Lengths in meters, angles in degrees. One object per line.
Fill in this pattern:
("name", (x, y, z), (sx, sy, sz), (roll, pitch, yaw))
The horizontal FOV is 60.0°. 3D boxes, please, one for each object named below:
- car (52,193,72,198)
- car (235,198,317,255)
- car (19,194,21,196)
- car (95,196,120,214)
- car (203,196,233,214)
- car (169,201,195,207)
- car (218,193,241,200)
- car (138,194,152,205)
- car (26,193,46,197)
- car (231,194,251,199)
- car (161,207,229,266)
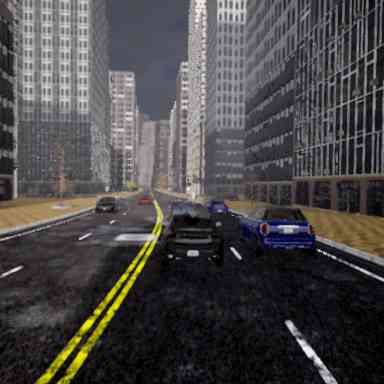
("car", (-29.969, 0.654, 76.616), (4.313, 1.339, 1.947), (1, 1, -6))
("car", (3.184, 1.306, 13.286), (2.097, 1.767, 4.553), (1, 0, -1))
("car", (-41.280, 0.454, 75.489), (4.313, 1.339, 1.947), (1, 1, -6))
("car", (-8.108, 1.204, 32.187), (1.882, 1.535, 5.008), (1, 0, -7))
("car", (2.092, 1.361, 29.858), (1.812, 1.442, 4.674), (1, 0, -5))
("car", (-0.729, 1.388, 25.020), (2.033, 1.411, 5.357), (1, 0, -4))
("car", (8.713, 1.071, 80.992), (5.009, 1.841, 2.192), (1, 1, -6))
("car", (-6.920, 1.102, 49.030), (1.882, 1.535, 5.008), (0, 1, -7))
("car", (-35.624, 0.570, 76.033), (4.206, 1.307, 1.802), (1, 1, -6))
("car", (13.233, 1.175, 89.919), (4.829, 1.417, 1.752), (1, 1, -6))
("car", (-0.013, 1.434, 11.358), (1.837, 1.490, 4.892), (1, -1, -1))
